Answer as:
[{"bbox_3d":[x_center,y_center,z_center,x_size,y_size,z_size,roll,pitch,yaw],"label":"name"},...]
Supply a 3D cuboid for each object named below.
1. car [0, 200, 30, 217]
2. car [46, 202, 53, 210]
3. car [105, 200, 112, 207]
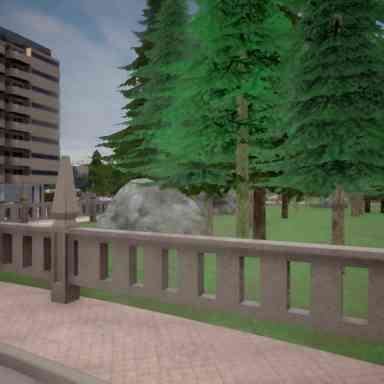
[{"bbox_3d":[-17.309,1.619,32.229,1.994,1.385,4.181,0,0,26],"label":"car"},{"bbox_3d":[-16.394,1.581,42.256,1.812,1.442,4.674,0,0,26],"label":"car"},{"bbox_3d":[-9.785,1.619,39.427,1.994,1.385,4.181,0,0,25],"label":"car"}]
